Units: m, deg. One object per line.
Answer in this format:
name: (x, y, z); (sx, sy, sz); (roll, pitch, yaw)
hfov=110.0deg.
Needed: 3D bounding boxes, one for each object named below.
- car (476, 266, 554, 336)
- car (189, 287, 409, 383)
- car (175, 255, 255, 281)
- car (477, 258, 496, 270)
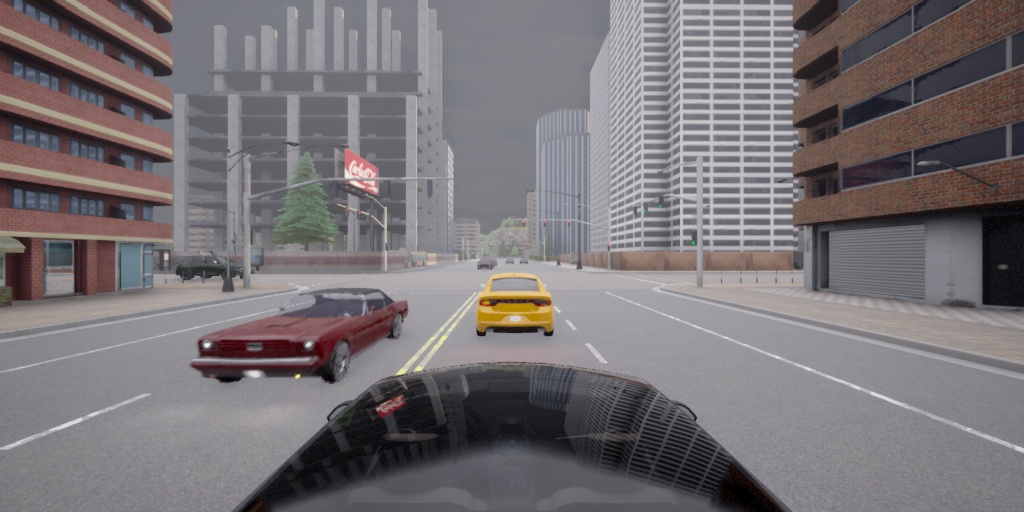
car: (0.061, 1.227, 10.389); (1.882, 1.535, 5.008); (0, 0, 0)
car: (-3.626, 1.350, 7.239); (1.895, 1.301, 4.718); (0, 0, 0)
car: (-24.947, 0.971, 30.214); (5.566, 2.045, 2.150); (0, 0, -1)
car: (-3.887, 1.099, 52.658); (2.097, 1.767, 4.553); (0, 0, 0)
